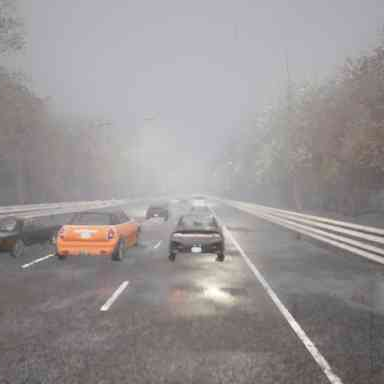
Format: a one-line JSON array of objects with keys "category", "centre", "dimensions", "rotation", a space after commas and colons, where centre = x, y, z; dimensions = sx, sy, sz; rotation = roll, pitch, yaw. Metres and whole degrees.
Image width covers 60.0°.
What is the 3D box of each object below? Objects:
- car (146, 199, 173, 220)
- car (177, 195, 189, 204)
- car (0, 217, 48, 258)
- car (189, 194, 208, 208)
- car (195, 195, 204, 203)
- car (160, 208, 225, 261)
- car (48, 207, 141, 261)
[{"category": "car", "centre": [-2.894, 1.675, 29.805], "dimensions": [1.837, 1.490, 4.892], "rotation": [1, 0, 1]}, {"category": "car", "centre": [-1.778, 1.916, 76.035], "dimensions": [1.882, 1.535, 5.008], "rotation": [1, 0, 1]}, {"category": "car", "centre": [-6.804, 1.626, 12.829], "dimensions": [1.895, 1.301, 4.718], "rotation": [1, 0, 1]}, {"category": "car", "centre": [1.043, 1.531, 47.759], "dimensions": [2.150, 2.045, 5.566], "rotation": [1, 0, 1]}, {"category": "car", "centre": [1.966, 1.747, 86.043], "dimensions": [2.150, 2.045, 5.566], "rotation": [1, 0, 1]}, {"category": "car", "centre": [0.196, 1.580, 12.665], "dimensions": [2.128, 1.511, 4.902], "rotation": [1, 0, 1]}, {"category": "car", "centre": [-3.306, 1.408, 12.651], "dimensions": [2.097, 1.767, 4.553], "rotation": [1, 0, 1]}]
